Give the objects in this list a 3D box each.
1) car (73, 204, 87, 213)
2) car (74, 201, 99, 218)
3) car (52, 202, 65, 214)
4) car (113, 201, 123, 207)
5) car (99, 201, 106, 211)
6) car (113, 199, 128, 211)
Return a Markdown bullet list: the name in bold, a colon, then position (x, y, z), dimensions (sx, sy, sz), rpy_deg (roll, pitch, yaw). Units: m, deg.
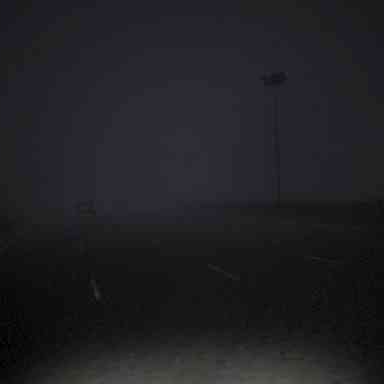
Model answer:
- **car**: position (-19.650, 2.870, 58.376), dimensions (2.033, 1.411, 5.357), rpy_deg (-2, -1, -21)
- **car**: position (-13.755, 2.169, 43.191), dimensions (2.150, 2.045, 5.566), rpy_deg (-2, 0, -21)
- **car**: position (-22.631, 2.785, 56.370), dimensions (2.097, 1.767, 4.553), rpy_deg (-2, -1, -21)
- **car**: position (-19.356, 3.099, 86.641), dimensions (1.994, 1.385, 4.181), rpy_deg (-2, -1, -21)
- **car**: position (-16.642, 2.737, 60.292), dimensions (1.812, 1.442, 4.674), rpy_deg (-2, -1, -21)
- **car**: position (-13.124, 2.287, 60.861), dimensions (2.150, 2.045, 5.566), rpy_deg (-2, -1, -21)
